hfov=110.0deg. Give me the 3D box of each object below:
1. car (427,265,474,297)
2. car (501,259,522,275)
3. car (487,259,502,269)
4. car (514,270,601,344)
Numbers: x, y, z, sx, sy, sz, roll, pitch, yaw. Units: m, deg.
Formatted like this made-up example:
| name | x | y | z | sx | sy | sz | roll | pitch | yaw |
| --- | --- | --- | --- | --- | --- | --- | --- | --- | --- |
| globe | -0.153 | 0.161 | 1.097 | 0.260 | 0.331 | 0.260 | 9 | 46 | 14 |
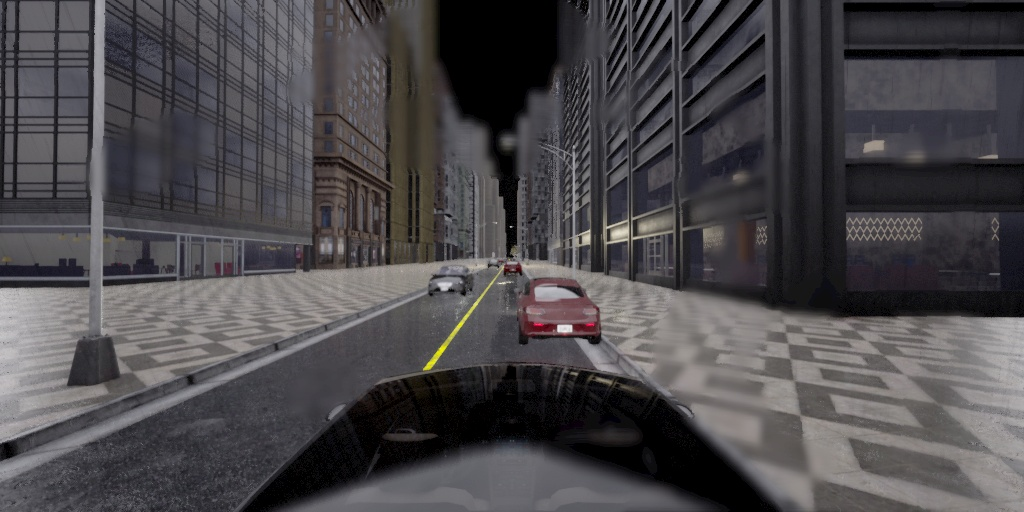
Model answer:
| name | x | y | z | sx | sy | sz | roll | pitch | yaw |
| --- | --- | --- | --- | --- | --- | --- | --- | --- | --- |
| car | -3.099 | 1.246 | 18.922 | 2.128 | 1.511 | 4.902 | 0 | 0 | 0 |
| car | 0.086 | 1.237 | 38.823 | 1.882 | 1.535 | 5.008 | 0 | 0 | 0 |
| car | -3.079 | 1.242 | 59.218 | 1.882 | 1.535 | 5.008 | 0 | 0 | 0 |
| car | 1.051 | 1.278 | 9.428 | 1.812 | 1.442 | 4.674 | 0 | 0 | 0 |
